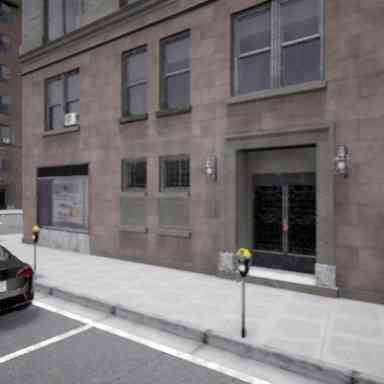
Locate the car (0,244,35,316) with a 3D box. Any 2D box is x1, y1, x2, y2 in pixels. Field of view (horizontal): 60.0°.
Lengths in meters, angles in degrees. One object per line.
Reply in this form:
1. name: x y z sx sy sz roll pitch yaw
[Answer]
1. car: -4.801 1.566 6.502 4.313 1.339 1.947 0 0 36
